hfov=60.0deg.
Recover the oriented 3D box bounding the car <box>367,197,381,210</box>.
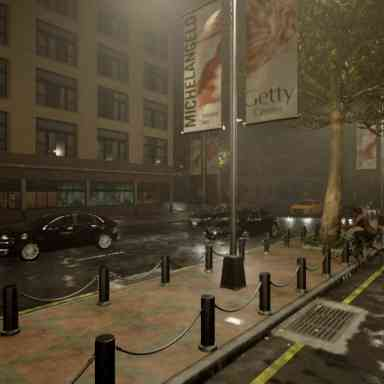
[{"bbox_3d":[23.849,1.354,41.845,2.097,1.767,4.553,0,0,39],"label":"car"}]

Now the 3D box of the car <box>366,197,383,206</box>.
[{"bbox_3d":[31.156,1.547,56.104,2.033,1.411,5.357,0,0,40],"label":"car"}]

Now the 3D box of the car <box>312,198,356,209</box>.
[{"bbox_3d":[19.227,1.547,45.163,5.357,1.411,2.033,0,0,-15],"label":"car"}]

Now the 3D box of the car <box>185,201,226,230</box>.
[{"bbox_3d":[1.705,1.492,20.468,2.128,1.511,4.902,0,0,40],"label":"car"}]

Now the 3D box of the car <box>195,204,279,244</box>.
[{"bbox_3d":[2.518,1.504,16.003,1.837,1.490,4.892,0,0,40],"label":"car"}]

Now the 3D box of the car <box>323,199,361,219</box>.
[{"bbox_3d":[13.434,1.563,29.230,1.994,1.385,4.181,0,0,40],"label":"car"}]

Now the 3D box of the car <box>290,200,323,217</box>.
[{"bbox_3d":[11.130,1.478,31.937,1.882,1.535,5.008,0,1,40],"label":"car"}]

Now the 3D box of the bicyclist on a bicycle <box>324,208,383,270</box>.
[{"bbox_3d":[4.801,1.309,9.728,1.656,1.620,0.582,19,12,40],"label":"bicyclist on a bicycle"}]

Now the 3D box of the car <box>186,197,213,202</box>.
[{"bbox_3d":[1.140,1.504,53.738,4.892,1.490,1.837,0,0,38],"label":"car"}]

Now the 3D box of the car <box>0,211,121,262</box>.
[{"bbox_3d":[-4.963,1.506,12.428,1.837,1.490,4.892,0,0,40],"label":"car"}]
